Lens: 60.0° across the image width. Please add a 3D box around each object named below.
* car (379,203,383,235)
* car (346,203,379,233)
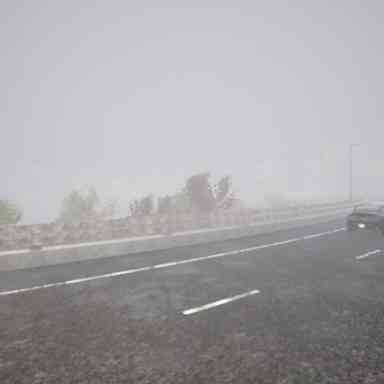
[{"bbox_3d":[8.759,1.113,11.678,5.566,2.045,2.150,-1,1,-44],"label":"car"},{"bbox_3d":[9.864,1.363,17.836,1.837,1.490,4.892,0,1,43],"label":"car"}]
